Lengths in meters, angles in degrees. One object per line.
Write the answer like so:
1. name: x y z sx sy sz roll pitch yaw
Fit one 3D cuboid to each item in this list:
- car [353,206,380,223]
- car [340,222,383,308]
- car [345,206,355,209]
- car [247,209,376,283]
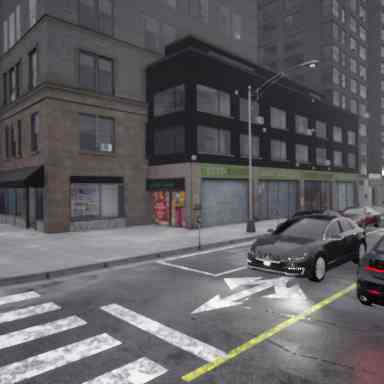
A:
1. car: 9.629 1.477 19.386 4.206 1.307 1.802 -1 0 -44
2. car: 5.037 1.468 6.921 4.892 1.490 1.837 -1 0 -44
3. car: 5.591 1.501 15.417 4.313 1.339 1.947 -1 0 -44
4. car: 3.560 1.471 9.817 4.892 1.490 1.837 -1 0 -45
